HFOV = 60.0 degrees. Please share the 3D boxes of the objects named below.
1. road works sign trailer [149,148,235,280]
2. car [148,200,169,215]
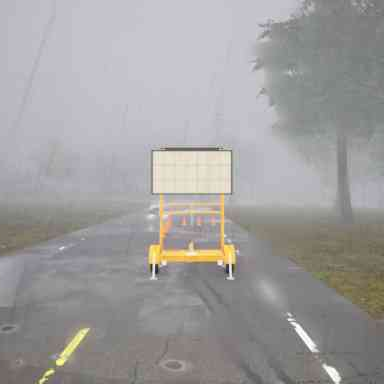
[{"bbox_3d":[-0.003,0.478,10.004,2.380,3.560,2.880,0,0,0],"label":"road works sign trailer"},{"bbox_3d":[-3.654,1.673,36.782,1.812,1.442,4.674,0,0,-1],"label":"car"}]
